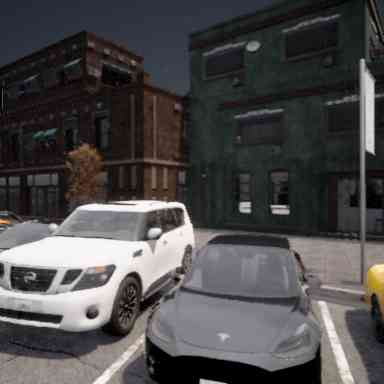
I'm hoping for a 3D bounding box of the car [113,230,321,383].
[{"bbox_3d":[0.898,1.516,5.453,2.163,1.488,4.792,1,-1,16],"label":"car"}]

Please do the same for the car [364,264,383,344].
[{"bbox_3d":[3.300,1.480,3.554,1.946,1.575,5.366,1,-1,16],"label":"car"}]

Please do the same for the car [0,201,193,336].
[{"bbox_3d":[-1.538,1.237,7.206,2.435,2.045,5.566,1,-1,16],"label":"car"}]
